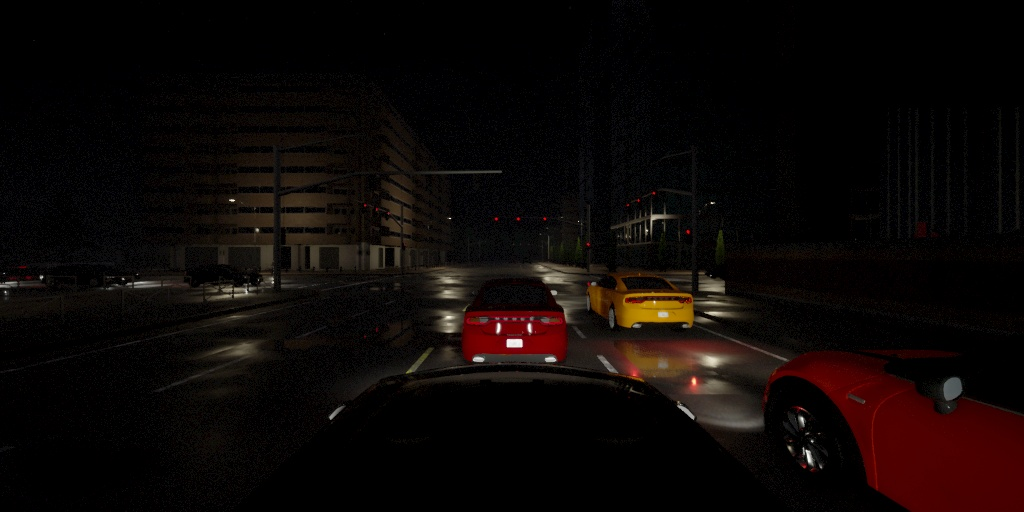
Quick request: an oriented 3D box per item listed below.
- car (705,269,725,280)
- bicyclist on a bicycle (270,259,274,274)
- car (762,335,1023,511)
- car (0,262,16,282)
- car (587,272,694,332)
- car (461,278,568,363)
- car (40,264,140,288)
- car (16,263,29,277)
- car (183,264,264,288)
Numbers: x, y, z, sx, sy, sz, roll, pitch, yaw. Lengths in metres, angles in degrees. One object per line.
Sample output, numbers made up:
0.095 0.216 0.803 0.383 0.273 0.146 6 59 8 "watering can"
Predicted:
19.527 1.406 31.220 4.718 1.301 1.895 0 0 0 "car"
-25.531 1.106 38.680 0.582 1.620 1.656 0 0 0 "bicyclist on a bicycle"
3.600 1.102 1.772 2.097 1.767 4.553 0 0 0 "car"
-42.245 1.331 27.780 4.674 1.442 1.812 0 0 0 "car"
3.579 1.228 10.918 1.882 1.535 5.008 0 0 0 "car"
0.060 1.228 8.144 1.882 1.535 5.008 0 0 0 "car"
-28.665 1.310 24.210 4.892 1.490 1.837 0 0 0 "car"
-50.342 1.297 34.947 4.902 1.511 2.128 0 0 1 "car"
-19.425 1.331 24.192 4.674 1.442 1.812 0 0 0 "car"
